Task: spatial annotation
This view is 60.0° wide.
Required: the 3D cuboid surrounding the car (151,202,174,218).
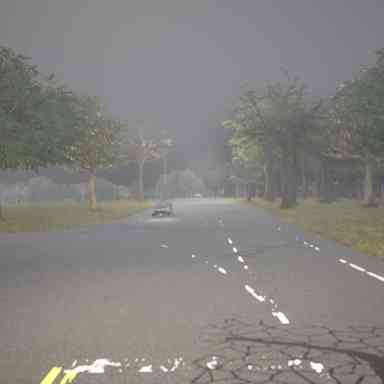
[{"bbox_3d":[-2.785,1.664,32.886,2.033,1.411,5.357,-1,1,2],"label":"car"}]
